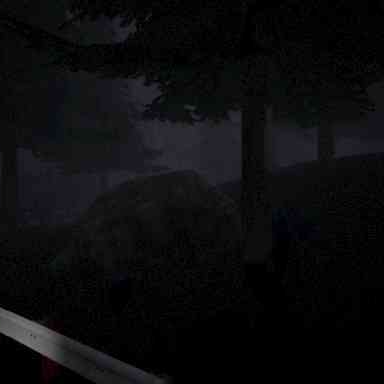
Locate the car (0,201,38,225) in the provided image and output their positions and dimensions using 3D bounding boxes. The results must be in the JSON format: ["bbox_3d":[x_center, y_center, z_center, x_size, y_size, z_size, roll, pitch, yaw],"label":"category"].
[{"bbox_3d":[-12.993,1.510,21.811,1.812,1.442,4.674,0,0,36],"label":"car"}]

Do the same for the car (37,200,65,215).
[{"bbox_3d":[-13.130,1.489,27.927,1.837,1.490,4.892,0,0,36],"label":"car"}]
